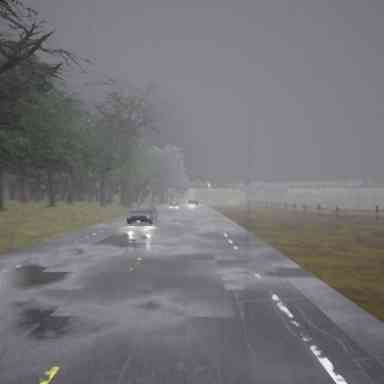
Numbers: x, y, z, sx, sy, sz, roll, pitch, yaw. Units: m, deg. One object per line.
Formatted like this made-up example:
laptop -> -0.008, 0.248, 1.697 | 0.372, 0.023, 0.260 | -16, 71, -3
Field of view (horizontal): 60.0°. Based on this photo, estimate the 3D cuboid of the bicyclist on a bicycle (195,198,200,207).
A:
bicyclist on a bicycle -> 0.966, 1.913, 58.822 | 0.866, 1.612, 1.509 | 0, -1, 0

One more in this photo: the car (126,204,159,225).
car -> -3.593, 1.613, 24.980 | 2.033, 1.411, 5.357 | 0, 0, 0

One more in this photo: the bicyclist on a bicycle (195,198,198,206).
bicyclist on a bicycle -> 0.982, 2.093, 66.922 | 0.582, 1.620, 1.656 | 0, -2, 0

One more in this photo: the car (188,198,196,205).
car -> 0.023, 2.401, 83.235 | 1.837, 1.490, 4.892 | 0, -1, 0

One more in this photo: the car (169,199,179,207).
car -> -3.491, 2.115, 66.006 | 2.128, 1.511, 4.902 | 0, -1, 0
